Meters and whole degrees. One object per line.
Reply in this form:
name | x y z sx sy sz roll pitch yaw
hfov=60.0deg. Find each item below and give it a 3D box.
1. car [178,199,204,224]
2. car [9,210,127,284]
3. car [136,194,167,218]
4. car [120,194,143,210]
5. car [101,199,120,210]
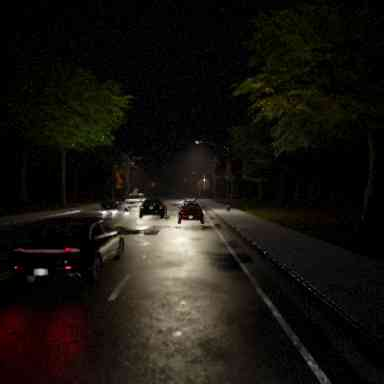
car | -0.089 1.535 25.092 1.812 1.442 4.674 0 0 0
car | -3.233 1.486 9.503 2.128 1.511 4.902 0 0 0
car | -3.386 1.357 29.749 2.097 1.767 4.553 0 0 0
car | -6.914 1.228 40.913 2.150 2.045 5.566 0 0 0
car | -10.169 1.563 42.334 1.994 1.385 4.181 0 0 0
